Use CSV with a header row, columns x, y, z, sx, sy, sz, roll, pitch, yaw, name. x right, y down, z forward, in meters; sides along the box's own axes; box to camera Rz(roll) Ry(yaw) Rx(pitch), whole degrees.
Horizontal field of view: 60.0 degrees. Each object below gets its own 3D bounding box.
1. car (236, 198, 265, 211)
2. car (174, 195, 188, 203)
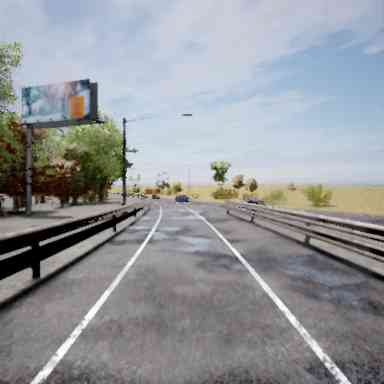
x,y,z,sx,sy,sz,roll,pitch,yaw,name
6.903,1.401,39.681,2.128,1.511,4.902,0,0,-16,car
-2.352,1.324,71.359,2.097,1.767,4.553,0,0,-16,car
